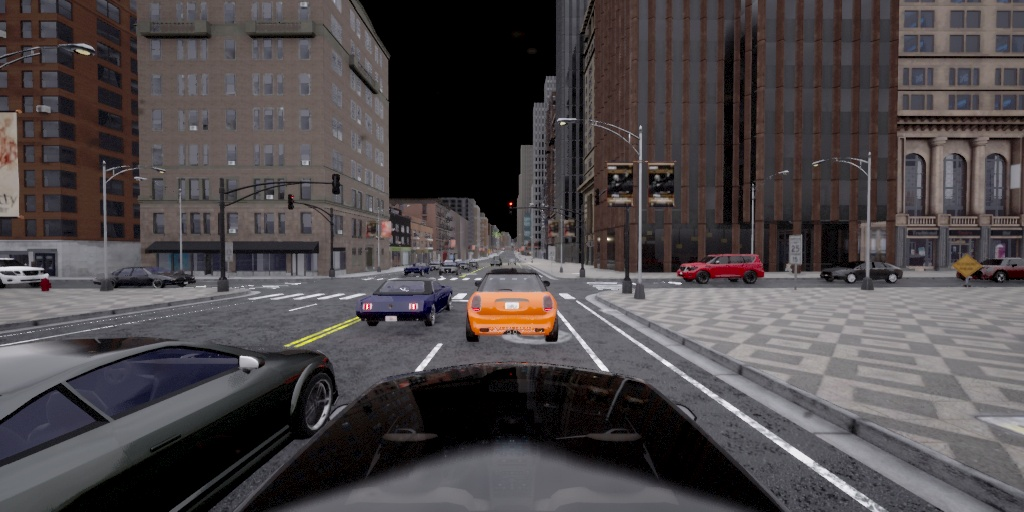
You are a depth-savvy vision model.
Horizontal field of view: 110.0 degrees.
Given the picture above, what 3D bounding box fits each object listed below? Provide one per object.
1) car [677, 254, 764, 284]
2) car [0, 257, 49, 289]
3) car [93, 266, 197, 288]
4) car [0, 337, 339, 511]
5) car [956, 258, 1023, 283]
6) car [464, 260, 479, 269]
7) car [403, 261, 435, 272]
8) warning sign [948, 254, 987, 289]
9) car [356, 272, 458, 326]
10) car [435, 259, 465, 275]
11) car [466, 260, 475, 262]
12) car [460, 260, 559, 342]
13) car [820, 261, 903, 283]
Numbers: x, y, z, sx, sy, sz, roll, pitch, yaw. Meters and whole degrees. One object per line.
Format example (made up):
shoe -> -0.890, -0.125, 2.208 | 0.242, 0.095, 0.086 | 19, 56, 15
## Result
car -> 14.840, 0.875, 25.604 | 5.566, 2.045, 2.150 | 0, 1, 0
car -> -34.344, 1.107, 23.655 | 5.566, 2.045, 2.150 | 0, 1, 0
car -> -24.107, 1.397, 23.599 | 5.357, 1.411, 2.033 | 0, 1, 0
car -> -3.158, 1.314, 2.766 | 1.994, 1.385, 4.181 | 0, 0, 1
car -> 35.014, 0.925, 25.670 | 4.553, 1.767, 2.097 | 0, 1, 0
car -> -6.581, 1.343, 58.801 | 1.994, 1.385, 4.181 | 0, 0, 0
car -> -9.851, 1.367, 37.611 | 1.895, 1.301, 4.718 | 0, 0, 0
warning sign -> 25.178, 0.826, 19.839 | 1.060, 1.860, 1.300 | 0, 0, 0
car -> -3.149, 1.350, 11.585 | 1.895, 1.301, 4.718 | 0, 0, 0
car -> -6.599, 1.331, 38.815 | 1.994, 1.385, 4.181 | 0, 0, 0
car -> -6.599, 1.338, 48.781 | 1.994, 1.385, 4.181 | 0, 0, 0
car -> 0.010, 1.101, 9.933 | 2.097, 1.767, 4.553 | 0, 0, 0
car -> 24.895, 1.118, 25.640 | 4.892, 1.490, 1.837 | 0, 1, 0
